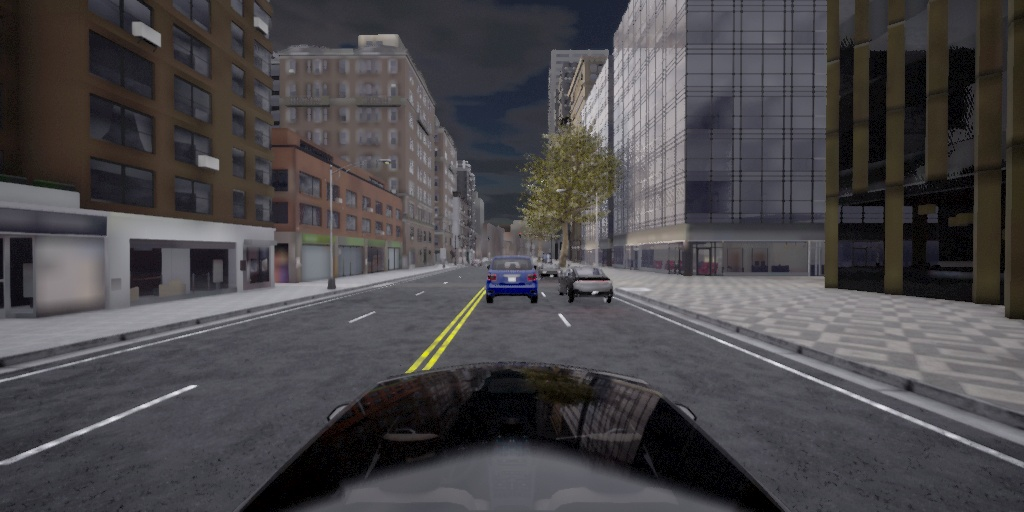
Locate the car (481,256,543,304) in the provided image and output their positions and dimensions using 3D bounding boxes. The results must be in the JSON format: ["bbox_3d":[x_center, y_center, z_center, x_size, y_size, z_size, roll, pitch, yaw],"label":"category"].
[{"bbox_3d":[0.000,0.998,16.529,2.150,2.045,5.566,0,0,0],"label":"car"}]

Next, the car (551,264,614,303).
[{"bbox_3d":[3.250,1.236,16.500,2.128,1.511,4.902,0,0,0],"label":"car"}]

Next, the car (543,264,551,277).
[{"bbox_3d":[3.250,1.343,31.530,1.895,1.301,4.718,0,0,0],"label":"car"}]
